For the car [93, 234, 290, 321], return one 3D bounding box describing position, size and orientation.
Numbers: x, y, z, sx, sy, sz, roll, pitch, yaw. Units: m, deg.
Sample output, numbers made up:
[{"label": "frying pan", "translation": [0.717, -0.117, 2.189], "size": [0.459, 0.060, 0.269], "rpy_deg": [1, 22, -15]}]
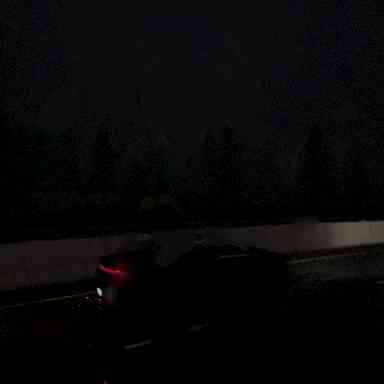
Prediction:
[{"label": "car", "translation": [0.218, 1.748, 7.842], "size": [4.902, 1.511, 2.128], "rpy_deg": [1, -2, -34]}]
